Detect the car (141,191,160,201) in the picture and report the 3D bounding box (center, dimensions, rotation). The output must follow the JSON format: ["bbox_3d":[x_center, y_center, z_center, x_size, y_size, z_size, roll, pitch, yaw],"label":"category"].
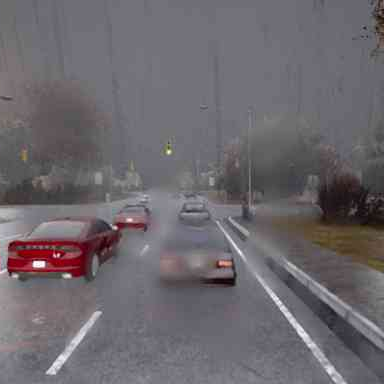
[{"bbox_3d":[-7.060,0.884,55.097,2.150,2.045,5.566,0,0,0],"label":"car"}]

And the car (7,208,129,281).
[{"bbox_3d":[-3.392,1.455,9.867,1.882,1.535,5.008,0,0,0],"label":"car"}]

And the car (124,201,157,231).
[{"bbox_3d":[-3.389,1.473,20.093,1.994,1.385,4.181,0,0,0],"label":"car"}]

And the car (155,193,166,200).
[{"bbox_3d":[-7.078,1.001,75.658,2.128,1.511,4.902,0,1,-1],"label":"car"}]

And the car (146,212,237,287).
[{"bbox_3d":[0.105,1.528,9.359,2.033,1.411,5.357,0,0,0],"label":"car"}]

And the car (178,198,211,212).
[{"bbox_3d":[0.158,1.397,20.714,2.128,1.511,4.902,0,1,0],"label":"car"}]

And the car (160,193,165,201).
[{"bbox_3d":[-7.014,1.073,65.270,2.128,1.511,4.902,0,1,0],"label":"car"}]

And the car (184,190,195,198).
[{"bbox_3d":[-0.350,0.596,84.226,2.150,2.045,5.566,0,1,-3],"label":"car"}]

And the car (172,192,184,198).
[{"bbox_3d":[-3.961,0.867,86.305,2.128,1.511,4.902,0,1,-4],"label":"car"}]

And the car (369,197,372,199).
[{"bbox_3d":[24.327,1.291,43.638,5.357,1.411,2.033,0,0,-3],"label":"car"}]

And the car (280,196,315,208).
[{"bbox_3d":[13.715,1.273,43.025,4.674,1.442,1.812,0,0,-3],"label":"car"}]
